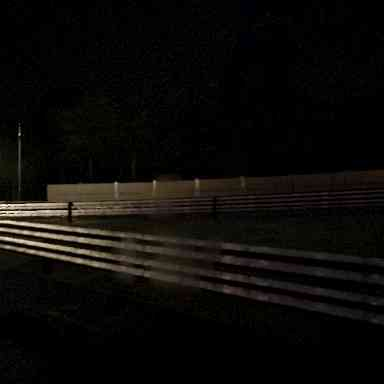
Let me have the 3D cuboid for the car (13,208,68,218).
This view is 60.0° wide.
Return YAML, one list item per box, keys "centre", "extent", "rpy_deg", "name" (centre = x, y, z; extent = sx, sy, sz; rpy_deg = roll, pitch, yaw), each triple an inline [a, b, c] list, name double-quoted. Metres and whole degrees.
- centre: [-13.949, 1.662, 30.522]
  extent: [4.718, 1.301, 1.895]
  rpy_deg: [-1, -1, 15]
  name: "car"
